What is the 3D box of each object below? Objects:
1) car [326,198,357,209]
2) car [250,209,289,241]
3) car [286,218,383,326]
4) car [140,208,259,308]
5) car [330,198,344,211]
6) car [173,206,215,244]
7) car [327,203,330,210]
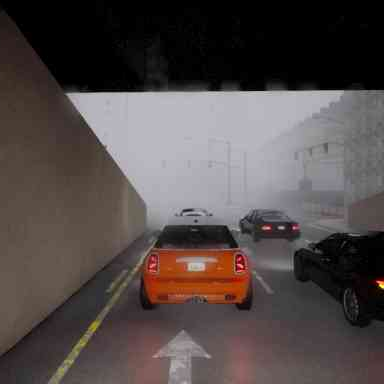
[{"bbox_3d":[17.558,1.295,38.944,1.853,1.218,4.536,0,0,45],"label":"car"},{"bbox_3d":[3.626,1.547,16.406,2.033,1.411,5.357,0,0,-3],"label":"car"},{"bbox_3d":[3.584,1.526,6.914,1.812,1.442,4.674,0,0,0],"label":"car"},{"bbox_3d":[0.086,1.352,8.057,2.097,1.767,4.553,0,0,0],"label":"car"},{"bbox_3d":[17.419,1.453,34.300,2.038,1.542,4.974,0,0,-35],"label":"car"},{"bbox_3d":[0.093,1.526,16.735,1.812,1.442,4.674,0,0,0],"label":"car"},{"bbox_3d":[17.522,1.453,38.907,2.038,1.542,4.974,0,0,45],"label":"car"}]
